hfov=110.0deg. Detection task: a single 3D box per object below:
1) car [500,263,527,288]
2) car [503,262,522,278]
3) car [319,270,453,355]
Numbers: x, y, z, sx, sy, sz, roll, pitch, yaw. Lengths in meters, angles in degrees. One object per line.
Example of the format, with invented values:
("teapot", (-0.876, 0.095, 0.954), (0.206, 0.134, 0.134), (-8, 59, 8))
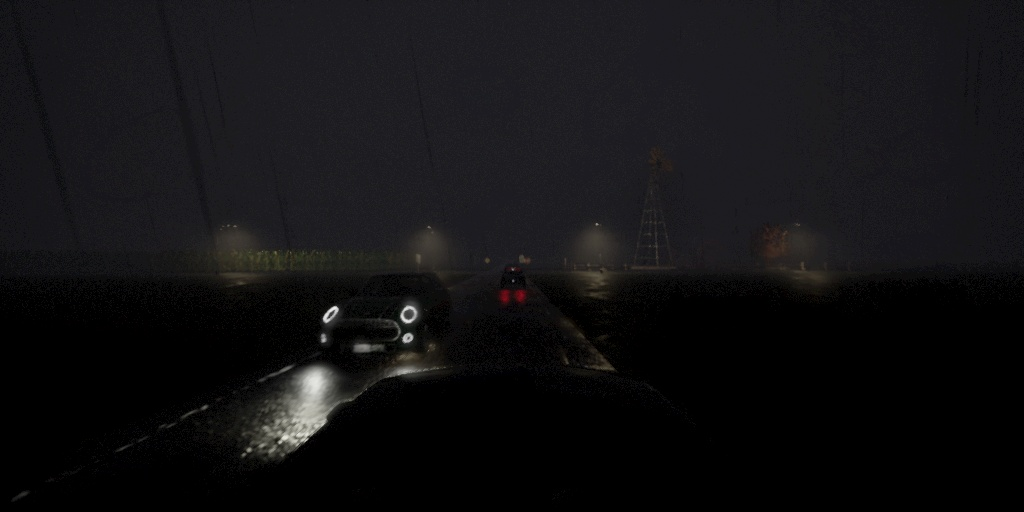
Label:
("car", (0.098, 1.547, 27.385), (2.128, 1.511, 4.902), (0, -1, 0))
("car", (0.106, 1.576, 42.208), (2.097, 1.767, 4.553), (0, -1, 0))
("car", (-2.849, 1.191, 9.075), (2.097, 1.767, 4.553), (0, -1, 0))
